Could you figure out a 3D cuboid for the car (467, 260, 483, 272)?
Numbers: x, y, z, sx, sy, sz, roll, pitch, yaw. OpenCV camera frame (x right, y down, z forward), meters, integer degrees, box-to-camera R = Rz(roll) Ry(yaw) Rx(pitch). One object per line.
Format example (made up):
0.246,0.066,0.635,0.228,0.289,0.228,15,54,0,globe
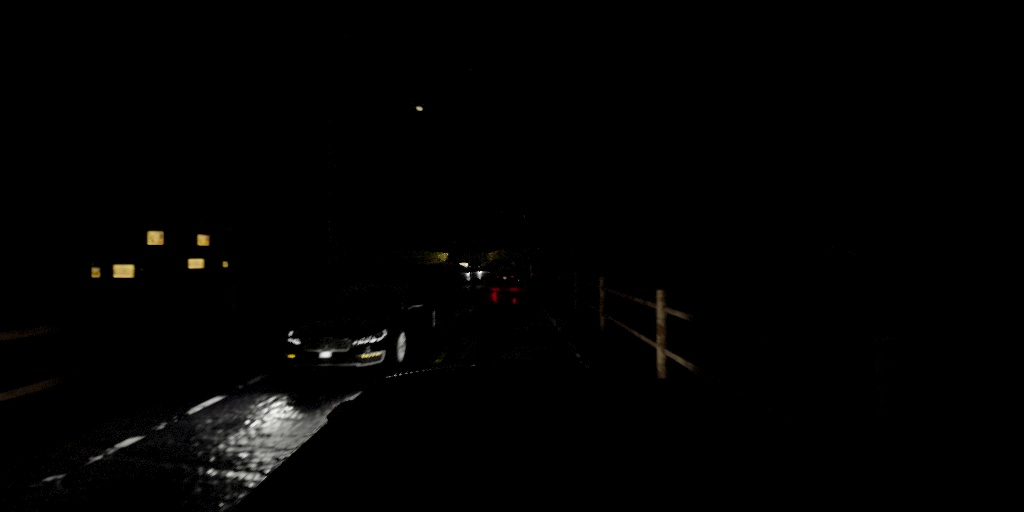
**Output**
-5.140,1.349,49.364,1.837,1.490,4.892,0,-1,-5,car

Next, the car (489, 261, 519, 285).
-0.590,1.304,26.600,1.812,1.442,4.674,0,0,-3,car

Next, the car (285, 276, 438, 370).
-2.918,1.261,7.985,1.837,1.490,4.892,0,0,-1,car
